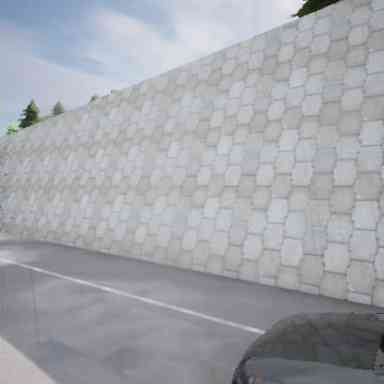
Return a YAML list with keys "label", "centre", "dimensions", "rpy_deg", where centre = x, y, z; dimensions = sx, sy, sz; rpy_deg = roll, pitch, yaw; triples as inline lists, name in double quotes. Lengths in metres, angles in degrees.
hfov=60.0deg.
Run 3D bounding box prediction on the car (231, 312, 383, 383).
- label: "car"
  centre: [2.347, 1.575, 2.317]
  dimensions: [4.181, 1.385, 1.994]
  rpy_deg: [1, 1, 36]
